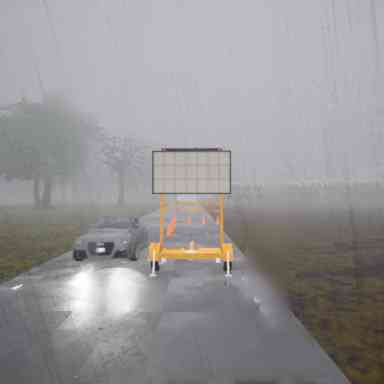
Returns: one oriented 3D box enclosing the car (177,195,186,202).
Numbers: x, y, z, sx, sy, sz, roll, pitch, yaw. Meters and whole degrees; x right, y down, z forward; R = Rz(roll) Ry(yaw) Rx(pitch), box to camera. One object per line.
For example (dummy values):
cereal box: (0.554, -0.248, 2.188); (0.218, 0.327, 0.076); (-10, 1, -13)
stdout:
car: (-2.843, 1.724, 88.846); (2.150, 2.045, 5.566); (0, -1, 0)

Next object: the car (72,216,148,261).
car: (-2.764, 1.565, 12.060); (1.994, 1.385, 4.181); (0, 0, 0)

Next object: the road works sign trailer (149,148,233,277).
road works sign trailer: (-0.005, 0.464, 10.256); (2.380, 3.560, 2.880); (0, 0, 1)
